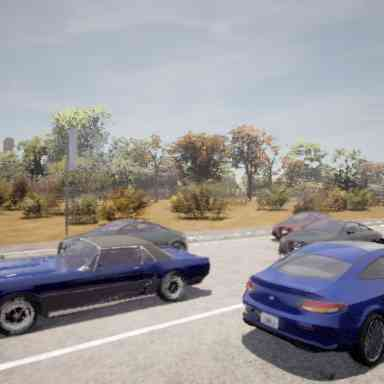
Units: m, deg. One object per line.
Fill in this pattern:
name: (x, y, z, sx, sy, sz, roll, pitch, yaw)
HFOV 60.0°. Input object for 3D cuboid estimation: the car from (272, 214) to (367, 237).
car: (4.994, 1.675, 11.766, 4.181, 1.385, 1.994, 1, 0, -35)

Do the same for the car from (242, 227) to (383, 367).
car: (2.921, 1.584, 5.831, 4.674, 1.442, 1.812, 1, 0, -36)

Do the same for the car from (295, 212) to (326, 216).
car: (5.965, 1.713, 16.728, 4.181, 1.385, 1.994, 1, 0, -36)

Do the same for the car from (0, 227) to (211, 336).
car: (-1.994, 1.624, 6.826, 4.718, 1.301, 1.895, 1, 0, -35)

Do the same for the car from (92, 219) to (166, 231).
car: (-2.168, 1.610, 10.963, 4.181, 1.385, 1.994, 1, 0, -34)
